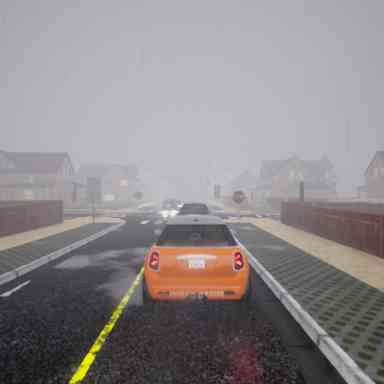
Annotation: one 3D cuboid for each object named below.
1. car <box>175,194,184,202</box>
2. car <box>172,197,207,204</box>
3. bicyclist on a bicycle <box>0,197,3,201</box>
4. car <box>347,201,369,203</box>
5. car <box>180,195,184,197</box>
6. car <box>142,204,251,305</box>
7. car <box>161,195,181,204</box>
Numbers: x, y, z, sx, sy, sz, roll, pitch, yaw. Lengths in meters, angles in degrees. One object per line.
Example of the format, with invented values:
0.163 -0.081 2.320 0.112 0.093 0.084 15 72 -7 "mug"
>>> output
-2.885 1.354 77.778 2.097 1.767 4.553 0 0 0 "car"
0.251 1.354 19.959 2.097 1.767 4.553 0 0 4 "car"
-20.214 1.207 34.854 0.582 1.620 1.656 0 0 0 "bicyclist on a bicycle"
15.444 1.610 32.102 4.892 1.490 1.837 0 0 0 "car"
-2.912 1.738 62.641 1.895 1.301 4.718 0 0 0 "car"
0.086 1.351 8.273 2.097 1.767 4.553 0 0 0 "car"
-2.919 1.542 43.969 2.128 1.511 4.902 0 0 0 "car"
